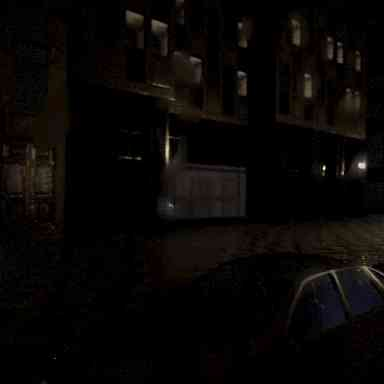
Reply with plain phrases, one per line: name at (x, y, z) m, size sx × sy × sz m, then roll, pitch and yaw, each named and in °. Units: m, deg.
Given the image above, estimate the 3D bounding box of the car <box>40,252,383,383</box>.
car at (1.125, 1.546, 4.161) m, size 5.357 × 1.411 × 2.033 m, roll 0°, pitch 0°, yaw -35°
